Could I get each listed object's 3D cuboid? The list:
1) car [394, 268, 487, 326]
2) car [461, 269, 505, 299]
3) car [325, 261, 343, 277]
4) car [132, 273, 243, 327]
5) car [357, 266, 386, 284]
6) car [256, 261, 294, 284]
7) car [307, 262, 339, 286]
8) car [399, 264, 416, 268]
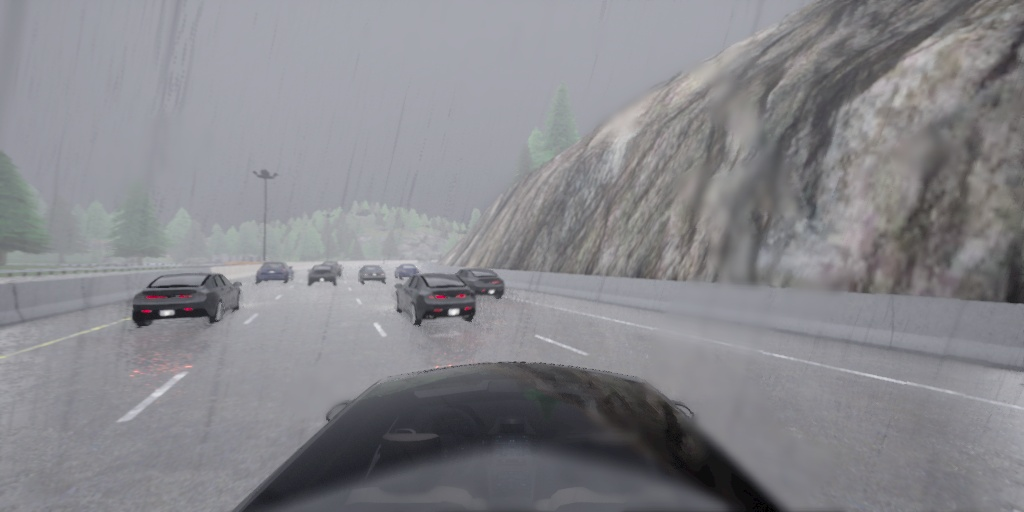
[{"bbox_3d":[-2.744,1.332,12.229,1.837,1.490,4.892,0,-1,-27],"label":"car"},{"bbox_3d":[-2.032,1.387,18.485,1.837,1.490,4.892,0,-1,-27],"label":"car"},{"bbox_3d":[-19.885,1.338,39.479,2.097,1.767,4.553,0,-1,-23],"label":"car"},{"bbox_3d":[-10.422,1.298,11.847,1.837,1.490,4.892,0,-1,-27],"label":"car"},{"bbox_3d":[-11.519,1.483,29.383,2.033,1.411,5.357,0,-1,-26],"label":"car"},{"bbox_3d":[-19.147,1.255,29.140,2.097,1.767,4.553,0,-1,-25],"label":"car"},{"bbox_3d":[-14.231,1.410,27.016,1.837,1.490,4.892,0,-1,-26],"label":"car"},{"bbox_3d":[-10.082,1.510,34.523,1.812,1.442,4.674,0,-1,-25],"label":"car"}]
